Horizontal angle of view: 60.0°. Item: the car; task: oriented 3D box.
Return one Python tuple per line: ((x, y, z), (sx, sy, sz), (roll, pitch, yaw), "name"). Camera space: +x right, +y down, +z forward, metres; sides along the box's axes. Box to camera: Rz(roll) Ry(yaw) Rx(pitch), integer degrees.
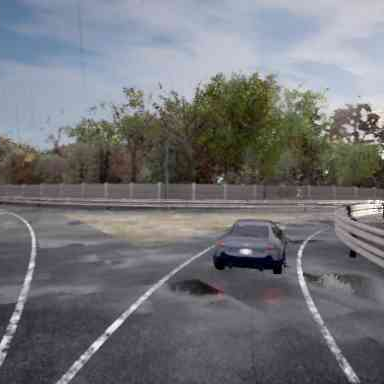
((2.043, 1.573, 10.845), (1.994, 1.385, 4.181), (0, 0, 17), "car")
